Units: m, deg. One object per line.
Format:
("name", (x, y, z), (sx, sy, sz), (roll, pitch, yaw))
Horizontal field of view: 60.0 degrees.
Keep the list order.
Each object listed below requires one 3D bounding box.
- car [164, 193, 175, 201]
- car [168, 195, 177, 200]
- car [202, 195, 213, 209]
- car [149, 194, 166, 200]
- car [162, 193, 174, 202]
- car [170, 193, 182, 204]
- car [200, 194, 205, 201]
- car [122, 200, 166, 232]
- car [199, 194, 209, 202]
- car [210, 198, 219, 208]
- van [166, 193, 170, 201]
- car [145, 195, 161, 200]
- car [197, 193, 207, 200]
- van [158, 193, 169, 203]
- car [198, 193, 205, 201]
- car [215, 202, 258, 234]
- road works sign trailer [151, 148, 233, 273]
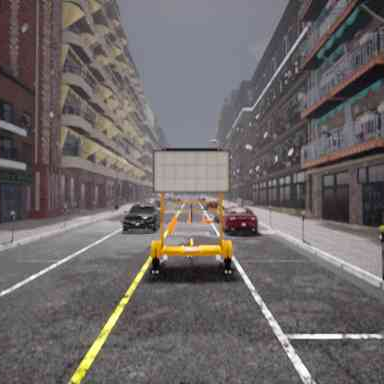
("car", (-5.292, 1.159, 79.714), (2.192, 1.841, 5.009), (1, 0, 0))
("car", (-5.299, 1.413, 90.777), (1.947, 1.339, 4.313), (1, 0, 0))
("car", (2.584, 1.425, 40.939), (1.887, 1.381, 4.507), (1, 0, 0))
("car", (-5.290, 1.185, 46.533), (2.192, 1.841, 5.009), (2, 0, 0))
("car", (-5.292, 1.160, 74.184), (2.192, 1.841, 5.009), (1, 0, 0))
("car", (-2.814, 1.415, 60.677), (1.994, 1.385, 4.181), (0, 0, 0))
("car", (2.583, 1.421, 46.471), (2.008, 1.369, 4.403), (1, 0, 0))
("car", (-2.850, 1.435, 19.719), (1.837, 1.490, 4.892), (0, 0, 0))
("car", (2.593, 1.285, 74.124), (1.967, 1.590, 4.097), (1, 0, 0))
("car", (2.585, 1.442, 24.519), (1.752, 1.417, 4.829), (1, 0, 0))
("van", (-5.291, 1.195, 57.592), (1.690, 1.788, 3.998), (2, 0, 0))
("car", (-5.296, 1.406, 40.832), (1.752, 1.417, 4.829), (2, 0, 0))
("car", (2.554, 1.159, 85.186), (2.192, 1.841, 5.009), (1, 0, 0))
("van", (-5.292, 1.190, 63.124), (1.690, 1.788, 3.998), (1, 0, 0))
("car", (2.583, 1.394, 63.063), (1.887, 1.381, 4.507), (1, 0, 0))
("car", (2.584, 1.478, 18.817), (1.887, 1.381, 4.507), (1, 0, 0))
("road works sign trailer", (-0.010, 0.424, 10.484), (2.380, 3.560, 2.880), (0, 0, 0))
